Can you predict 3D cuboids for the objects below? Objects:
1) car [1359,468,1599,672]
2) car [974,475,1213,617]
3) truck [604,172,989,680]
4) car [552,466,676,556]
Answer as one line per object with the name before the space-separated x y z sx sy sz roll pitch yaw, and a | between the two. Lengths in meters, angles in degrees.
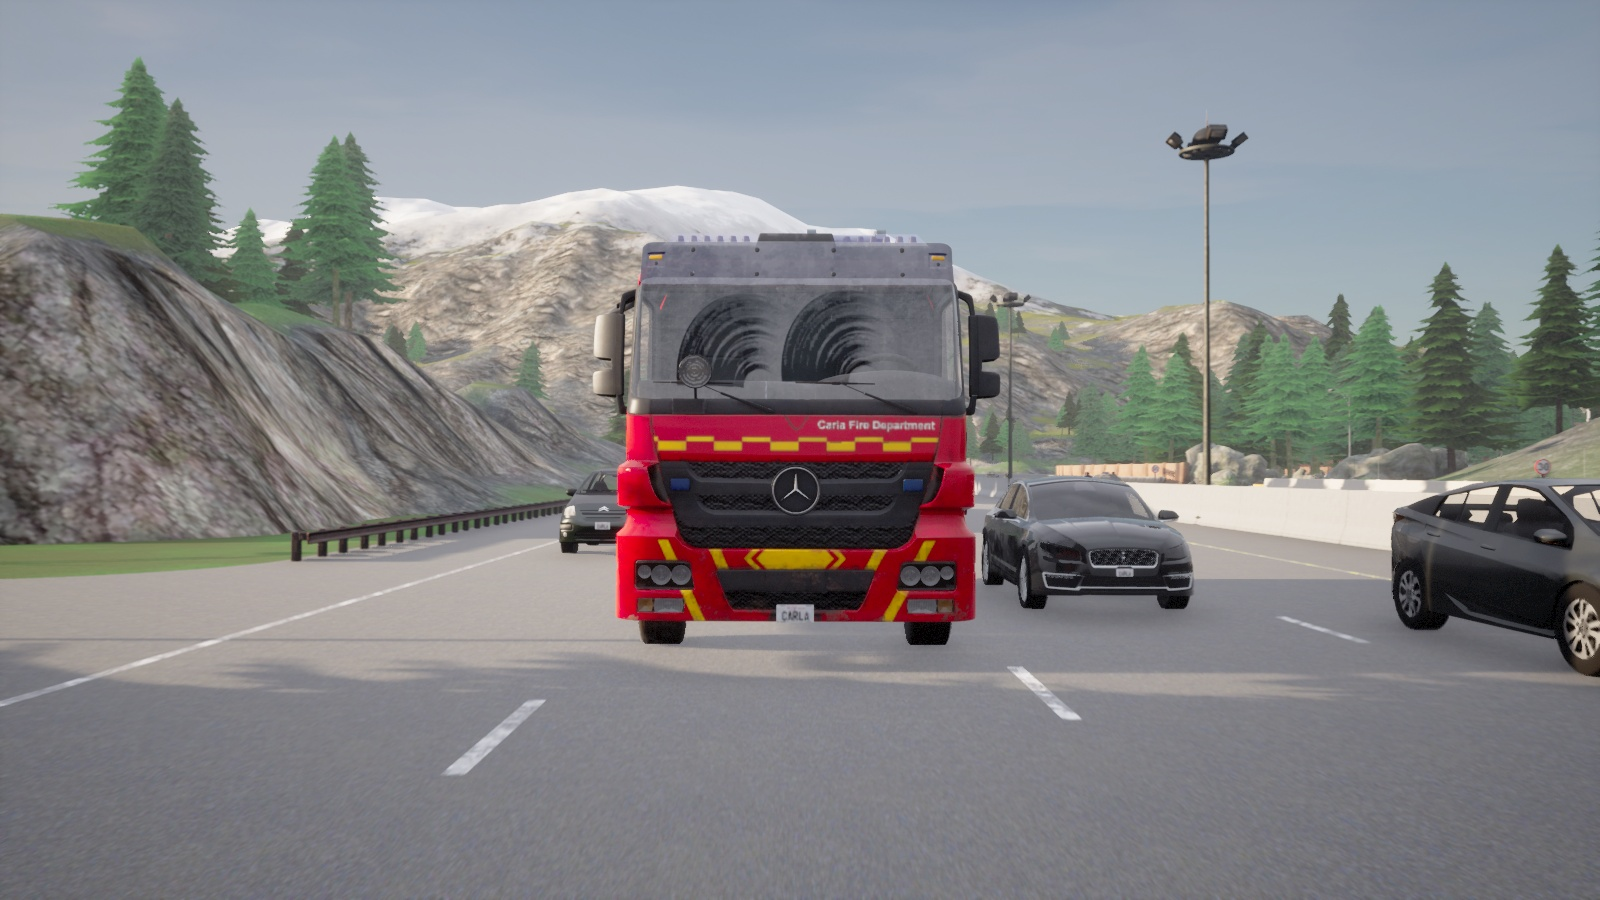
car | 6.973 0.920 11.131 2.007 1.525 4.514 0 -1 0
car | 3.462 1.070 15.815 1.837 1.490 4.892 0 -1 0
truck | -0.038 -0.120 13.719 2.891 3.827 8.468 0 -1 0
car | -3.560 1.141 24.698 1.851 1.617 3.988 0 -1 0
